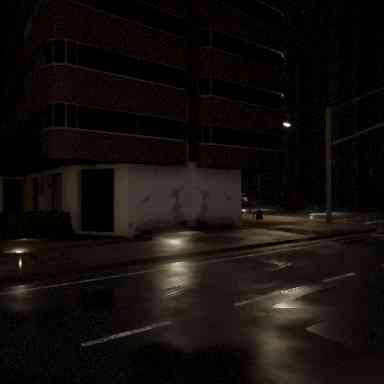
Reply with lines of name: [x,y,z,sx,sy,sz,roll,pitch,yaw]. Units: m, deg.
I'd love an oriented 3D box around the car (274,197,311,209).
car: [14.114,1.477,47.029,1.882,1.535,5.008,0,0,-36]

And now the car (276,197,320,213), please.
car: [12.115,1.526,37.590,1.812,1.442,4.674,0,0,-36]

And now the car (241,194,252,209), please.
car: [6.121,1.478,45.861,1.882,1.535,5.008,0,0,-35]
